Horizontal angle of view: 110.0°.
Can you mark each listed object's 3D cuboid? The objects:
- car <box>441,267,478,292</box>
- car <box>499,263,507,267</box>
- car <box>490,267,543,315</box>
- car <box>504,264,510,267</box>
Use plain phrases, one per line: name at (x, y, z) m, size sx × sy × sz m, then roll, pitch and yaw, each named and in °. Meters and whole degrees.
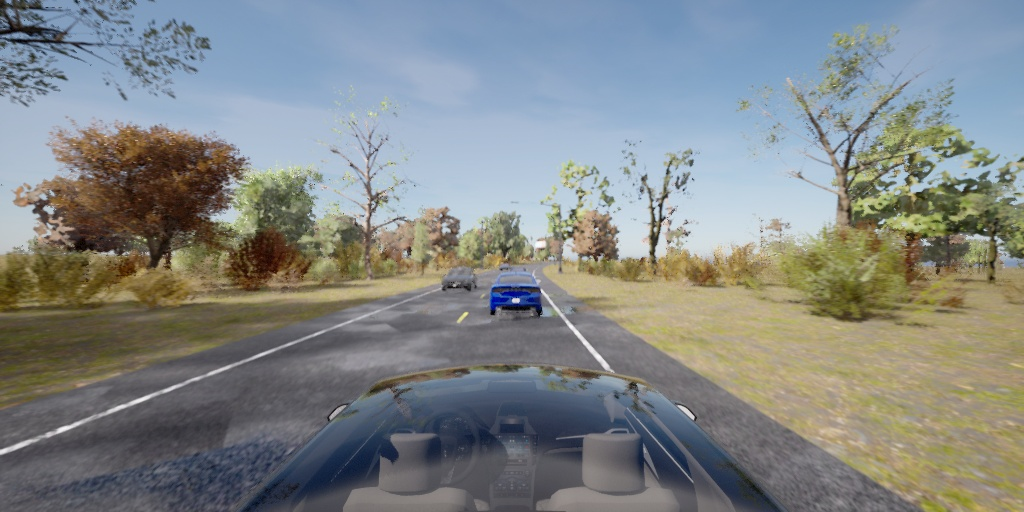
car at (-3.363, 1.518, 23.700) m, size 1.837 × 1.490 × 4.892 m, roll 0°, pitch -1°, yaw 1°
car at (-1.251, 2.054, 65.036) m, size 2.033 × 1.411 × 5.357 m, roll 0°, pitch -1°, yaw 5°
car at (0.165, 1.380, 14.539) m, size 1.882 × 1.535 × 5.008 m, roll 0°, pitch -1°, yaw 1°
car at (0.600, 1.684, 32.675) m, size 1.994 × 1.385 × 4.181 m, roll 0°, pitch -1°, yaw 2°
